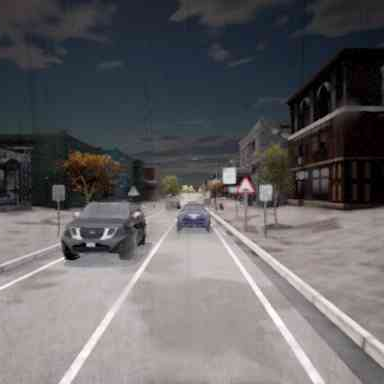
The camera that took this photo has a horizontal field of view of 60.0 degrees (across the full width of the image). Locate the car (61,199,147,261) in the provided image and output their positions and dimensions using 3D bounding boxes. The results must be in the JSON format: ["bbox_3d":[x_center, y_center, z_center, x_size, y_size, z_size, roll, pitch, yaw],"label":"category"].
[{"bbox_3d":[-3.094,1.300,12.931,2.150,2.045,5.566,0,-1,0],"label":"car"}]

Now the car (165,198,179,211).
[{"bbox_3d":[-3.043,1.953,53.787,2.150,2.045,5.566,0,-1,1],"label":"car"}]

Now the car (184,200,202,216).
[{"bbox_3d":[0.115,1.870,39.698,2.097,1.767,4.553,0,-1,0],"label":"car"}]

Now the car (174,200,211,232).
[{"bbox_3d":[0.107,1.577,22.012,2.097,1.767,4.553,0,-1,0],"label":"car"}]
